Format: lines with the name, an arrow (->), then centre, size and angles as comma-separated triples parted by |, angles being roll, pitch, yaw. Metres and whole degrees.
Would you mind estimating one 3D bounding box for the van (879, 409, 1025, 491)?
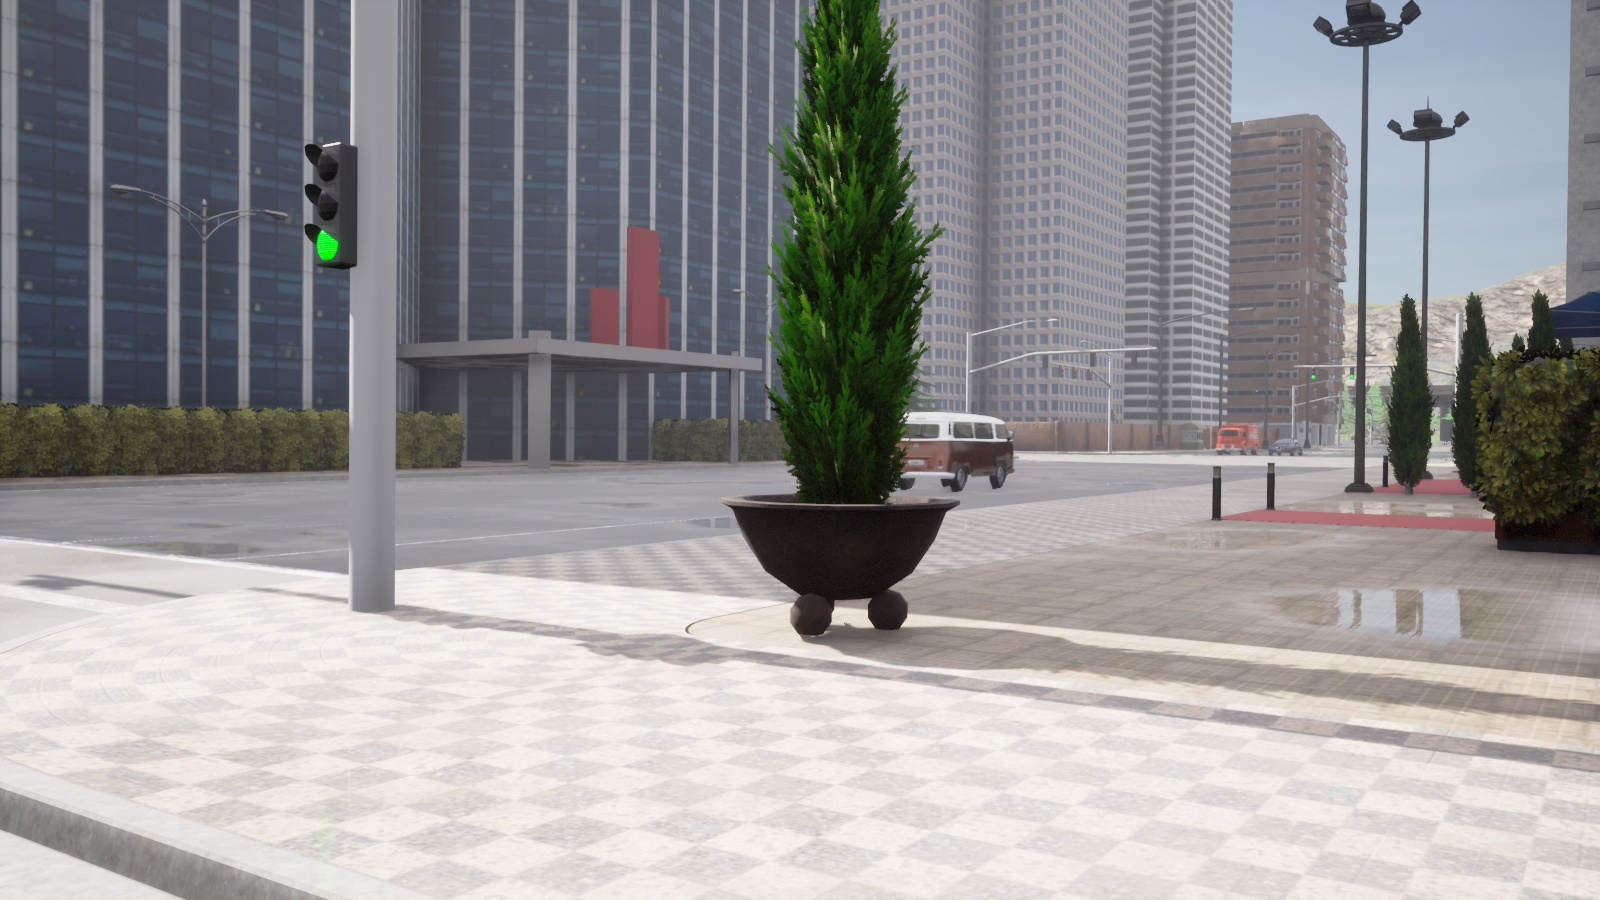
van -> 4.129, -0.040, 33.487 | 2.069, 2.038, 4.480 | 0, 1, 33
